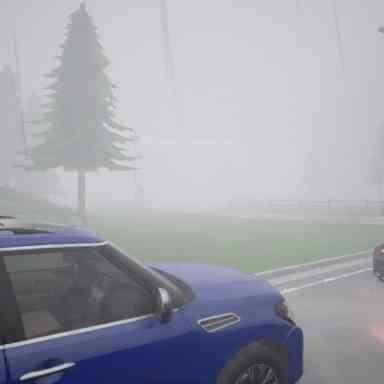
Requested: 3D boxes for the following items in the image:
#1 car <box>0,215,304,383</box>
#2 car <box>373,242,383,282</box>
[{"bbox_3d":[-1.504,1.222,2.674,5.566,2.045,2.150,0,0,-35],"label":"car"},{"bbox_3d":[6.434,1.505,8.362,4.892,1.490,1.837,0,0,-35],"label":"car"}]
